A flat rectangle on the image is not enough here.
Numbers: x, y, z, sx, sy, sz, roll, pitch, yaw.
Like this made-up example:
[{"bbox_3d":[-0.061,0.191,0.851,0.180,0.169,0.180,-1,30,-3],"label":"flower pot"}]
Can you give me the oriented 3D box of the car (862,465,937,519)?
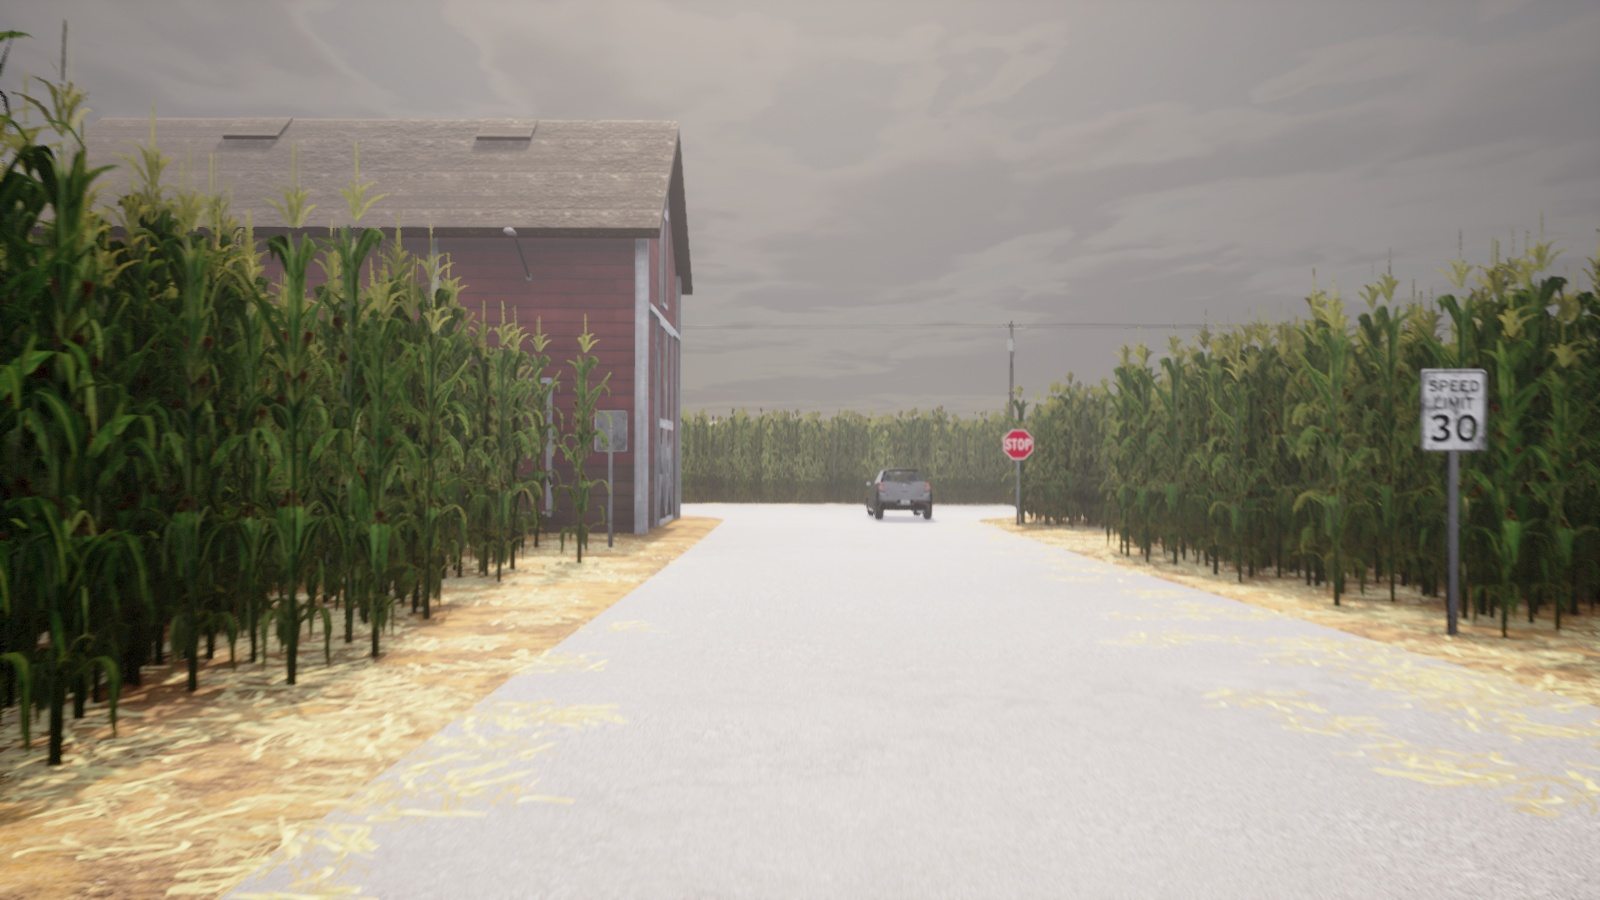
[{"bbox_3d":[2.943,1.229,37.841,1.845,1.501,3.633,0,0,-2],"label":"car"}]
